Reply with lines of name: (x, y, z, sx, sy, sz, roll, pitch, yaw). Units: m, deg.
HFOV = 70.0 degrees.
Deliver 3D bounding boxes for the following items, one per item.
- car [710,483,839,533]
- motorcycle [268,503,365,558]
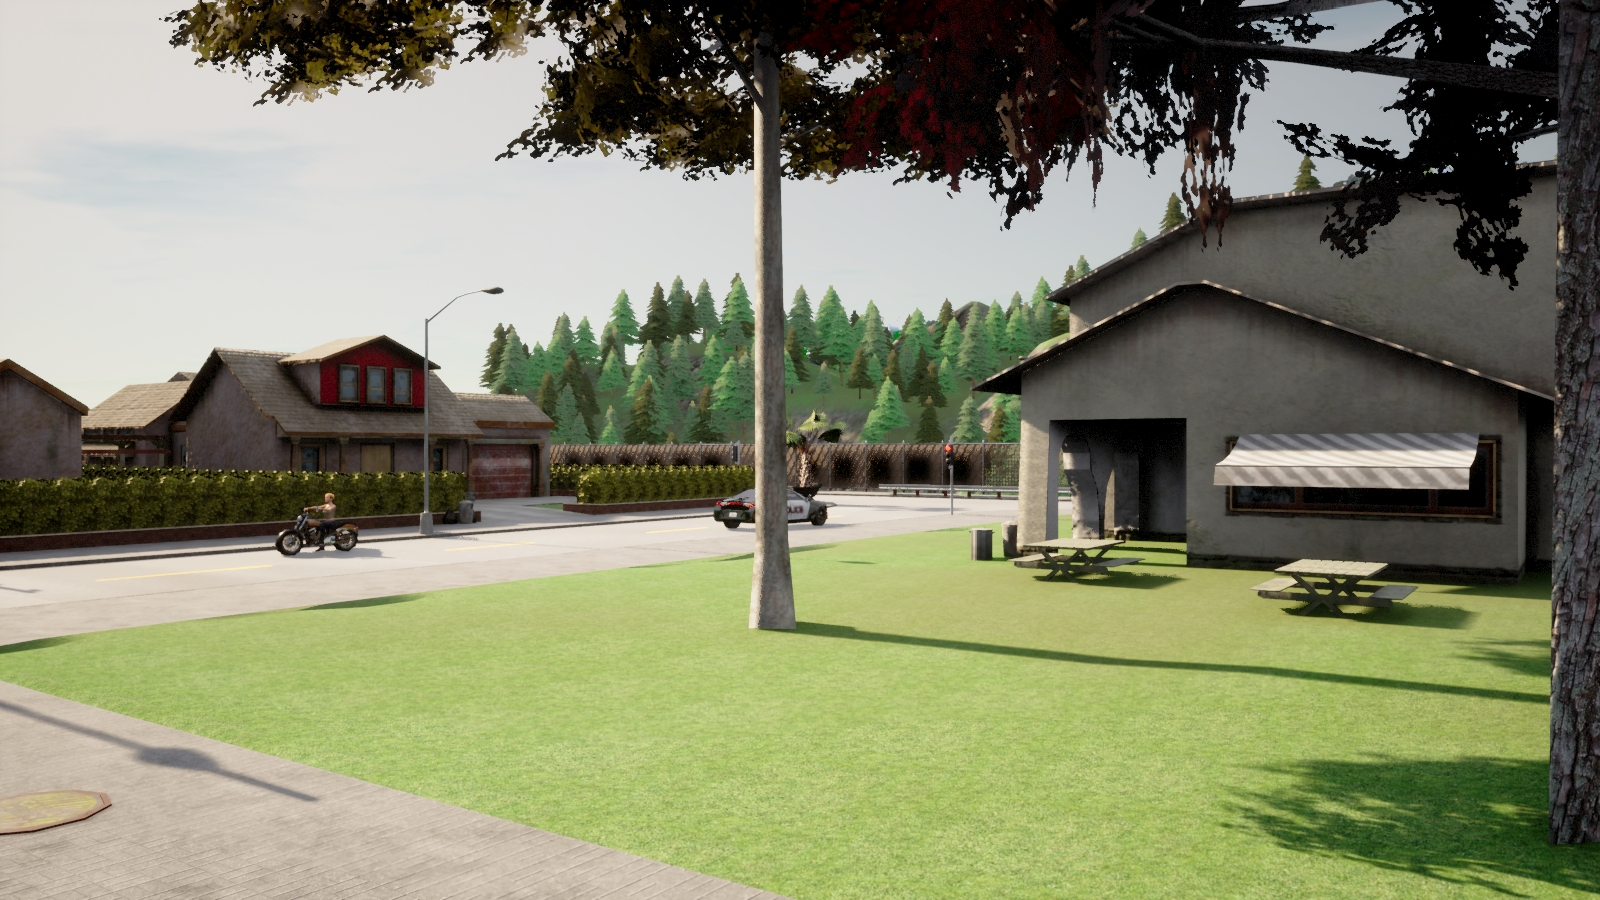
car: (-0.850, 2.038, 41.431, 2.038, 1.542, 4.974, 0, 0, 37)
motorcycle: (-13.052, 2.155, 30.913, 0.764, 1.307, 2.356, 0, 0, 35)
